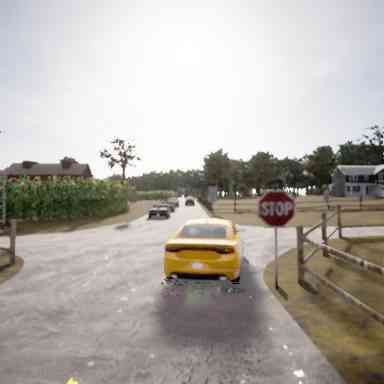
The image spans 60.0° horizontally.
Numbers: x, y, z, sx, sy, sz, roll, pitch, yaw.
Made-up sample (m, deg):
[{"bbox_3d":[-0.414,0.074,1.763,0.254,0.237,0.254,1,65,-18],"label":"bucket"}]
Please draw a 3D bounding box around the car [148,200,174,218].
[{"bbox_3d":[-3.064,1.769,31.990,1.895,1.301,4.718,0,0,0],"label":"car"}]

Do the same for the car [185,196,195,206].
[{"bbox_3d":[-0.410,1.841,63.890,1.837,1.490,4.892,0,0,0],"label":"car"}]

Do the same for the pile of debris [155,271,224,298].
[{"bbox_3d":[-0.065,2.226,8.134,1.500,0.140,1.860,0,0,0],"label":"pile of debris"}]

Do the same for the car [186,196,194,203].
[{"bbox_3d":[-0.473,1.700,74.321,1.882,1.535,5.008,0,0,0],"label":"car"}]

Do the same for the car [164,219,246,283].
[{"bbox_3d":[0.551,1.532,10.008,1.882,1.535,5.008,0,0,10],"label":"car"}]

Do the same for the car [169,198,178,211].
[{"bbox_3d":[-3.117,1.819,41.982,1.895,1.301,4.718,0,0,0],"label":"car"}]
